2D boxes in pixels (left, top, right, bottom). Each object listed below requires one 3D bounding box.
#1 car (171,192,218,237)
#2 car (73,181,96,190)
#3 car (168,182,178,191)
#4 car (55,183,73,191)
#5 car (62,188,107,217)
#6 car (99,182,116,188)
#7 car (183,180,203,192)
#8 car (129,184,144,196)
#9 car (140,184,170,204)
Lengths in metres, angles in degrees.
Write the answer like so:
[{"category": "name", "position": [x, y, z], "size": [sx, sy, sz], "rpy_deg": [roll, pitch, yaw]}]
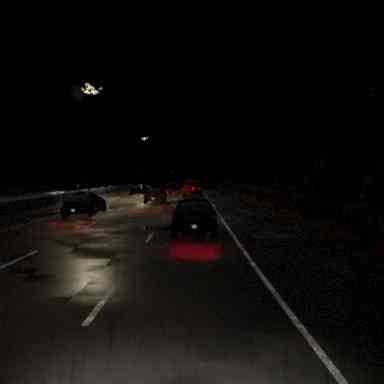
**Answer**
[{"category": "car", "position": [0.095, 1.033, 15.242], "size": [1.882, 1.535, 5.008], "rpy_deg": [0, 3, 0]}, {"category": "car", "position": [-17.534, -1.119, 55.393], "size": [2.097, 1.767, 4.553], "rpy_deg": [0, 2, 1]}, {"category": "car", "position": [-3.396, -0.970, 55.947], "size": [1.812, 1.442, 4.674], "rpy_deg": [0, 3, 0]}, {"category": "car", "position": [-21.020, -0.864, 55.226], "size": [1.895, 1.301, 4.718], "rpy_deg": [0, 3, 1]}, {"category": "car", "position": [-6.898, 0.759, 21.572], "size": [1.812, 1.442, 4.674], "rpy_deg": [0, 3, 0]}, {"category": "car", "position": [-14.033, -0.912, 55.465], "size": [1.994, 1.385, 4.181], "rpy_deg": [0, 3, 1]}, {"category": "car", "position": [0.103, -0.441, 39.289], "size": [2.150, 2.045, 5.566], "rpy_deg": [0, 3, 0]}, {"category": "car", "position": [-6.897, -0.325, 43.416], "size": [2.033, 1.411, 5.357], "rpy_deg": [0, 3, 0]}, {"category": "car", "position": [-3.397, 0.265, 31.334], "size": [1.812, 1.442, 4.674], "rpy_deg": [0, 3, 0]}]
